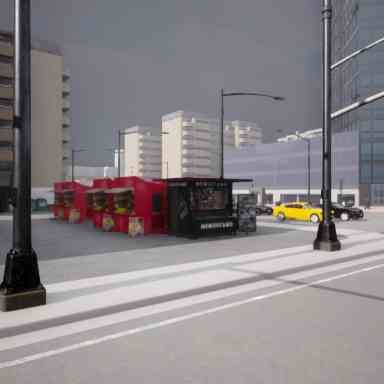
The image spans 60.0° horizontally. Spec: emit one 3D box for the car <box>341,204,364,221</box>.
[{"bbox_3d":[12.052,1.587,28.553,1.882,1.535,5.008,0,-1,-36],"label":"car"}]

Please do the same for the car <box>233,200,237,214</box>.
[{"bbox_3d":[3.127,1.455,34.907,2.150,2.045,5.566,0,-1,-36],"label":"car"}]

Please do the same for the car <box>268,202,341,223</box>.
[{"bbox_3d":[8.948,1.589,26.838,1.882,1.535,5.008,0,-1,-38],"label":"car"}]

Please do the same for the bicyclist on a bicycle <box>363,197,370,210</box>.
[{"bbox_3d":[22.309,1.466,42.475,1.656,1.620,0.582,0,0,-36],"label":"bicyclist on a bicycle"}]

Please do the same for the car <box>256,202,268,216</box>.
[{"bbox_3d":[6.771,1.778,35.835,1.994,1.385,4.181,0,-1,-36],"label":"car"}]
